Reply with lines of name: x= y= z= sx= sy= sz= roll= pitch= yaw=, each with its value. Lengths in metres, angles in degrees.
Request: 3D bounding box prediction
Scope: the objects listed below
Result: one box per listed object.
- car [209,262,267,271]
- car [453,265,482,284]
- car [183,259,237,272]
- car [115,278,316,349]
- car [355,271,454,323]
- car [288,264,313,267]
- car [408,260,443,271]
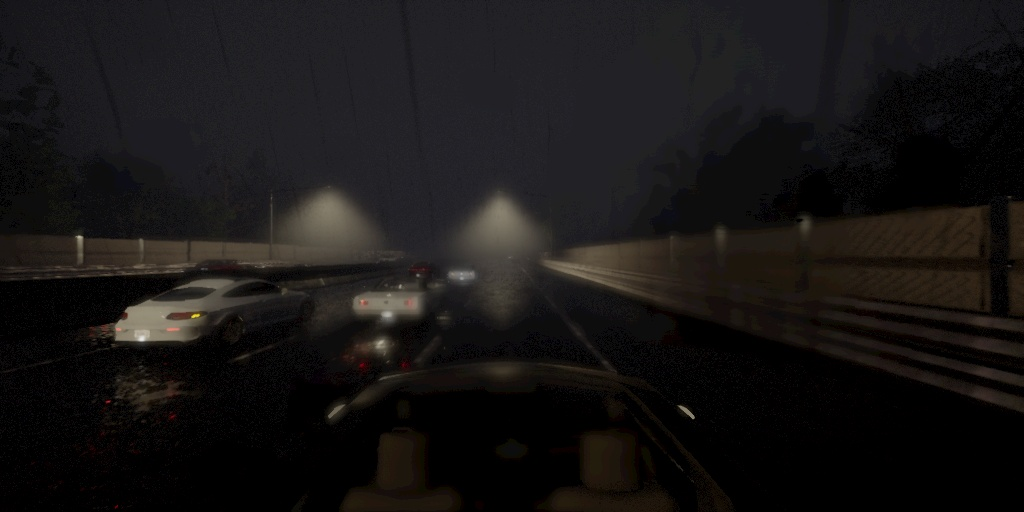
car: x=-21.113 y=1.374 z=28.685 sx=1.895 sy=1.301 sz=4.718 roll=0 pitch=0 yaw=0
car: x=-3.417 y=1.374 z=27.580 sx=1.895 sy=1.301 sz=4.718 roll=0 pitch=0 yaw=0
car: x=-24.610 y=1.126 z=29.710 sx=2.097 sy=1.767 sz=4.553 roll=0 pitch=0 yaw=0
car: x=-6.914 y=1.282 z=9.018 sx=1.812 sy=1.442 sz=4.674 roll=0 pitch=0 yaw=0
car: x=-3.410 y=1.360 z=12.161 sx=1.895 sy=1.301 sz=4.718 roll=0 pitch=0 yaw=0
car: x=-17.612 y=1.339 z=29.733 sx=1.994 sy=1.385 sz=4.181 roll=0 pitch=0 yaw=0
car: x=-6.919 y=1.279 z=29.369 sx=1.837 sy=1.490 sz=4.892 roll=0 pitch=0 yaw=0
